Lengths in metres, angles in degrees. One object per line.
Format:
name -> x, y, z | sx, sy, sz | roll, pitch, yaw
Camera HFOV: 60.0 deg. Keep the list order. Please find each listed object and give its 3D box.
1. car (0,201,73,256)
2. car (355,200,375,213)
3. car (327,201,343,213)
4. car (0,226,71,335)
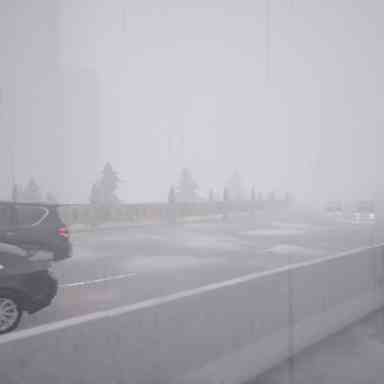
car -> -5.959, 1.269, 8.421 | 5.566, 2.045, 2.150 | 0, 0, -36
car -> 21.538, 1.830, 41.410 | 1.837, 1.490, 4.892 | 0, -1, 26
car -> 18.758, 1.898, 43.551 | 2.033, 1.411, 5.357 | 0, -1, 26
car -> -4.666, 1.534, 5.099 | 4.892, 1.490, 1.837 | 0, 0, -36
